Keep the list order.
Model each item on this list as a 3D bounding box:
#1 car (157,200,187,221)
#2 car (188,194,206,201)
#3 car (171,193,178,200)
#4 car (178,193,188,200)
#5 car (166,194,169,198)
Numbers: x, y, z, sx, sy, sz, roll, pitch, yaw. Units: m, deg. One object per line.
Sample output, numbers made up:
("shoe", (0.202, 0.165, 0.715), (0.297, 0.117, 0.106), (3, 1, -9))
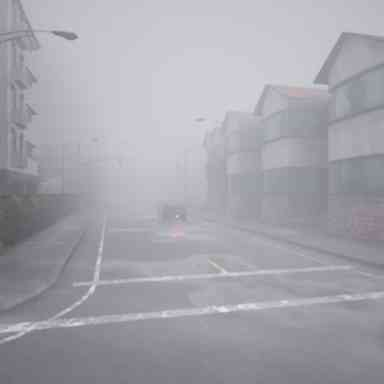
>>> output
("car", (-1.724, 1.605, 27.314), (1.837, 1.490, 4.892), (0, -1, -14))
("car", (1.702, 1.326, 73.783), (3.806, 1.475, 1.970), (0, 0, -14))
("car", (-3.238, 1.194, 92.352), (3.866, 1.878, 1.905), (0, 0, -14))
("car", (-0.157, 1.255, 79.933), (5.027, 1.636, 2.152), (0, 0, -14))
("car", (-4.338, 1.218, 95.072), (4.605, 1.855, 1.932), (0, 0, -14))
